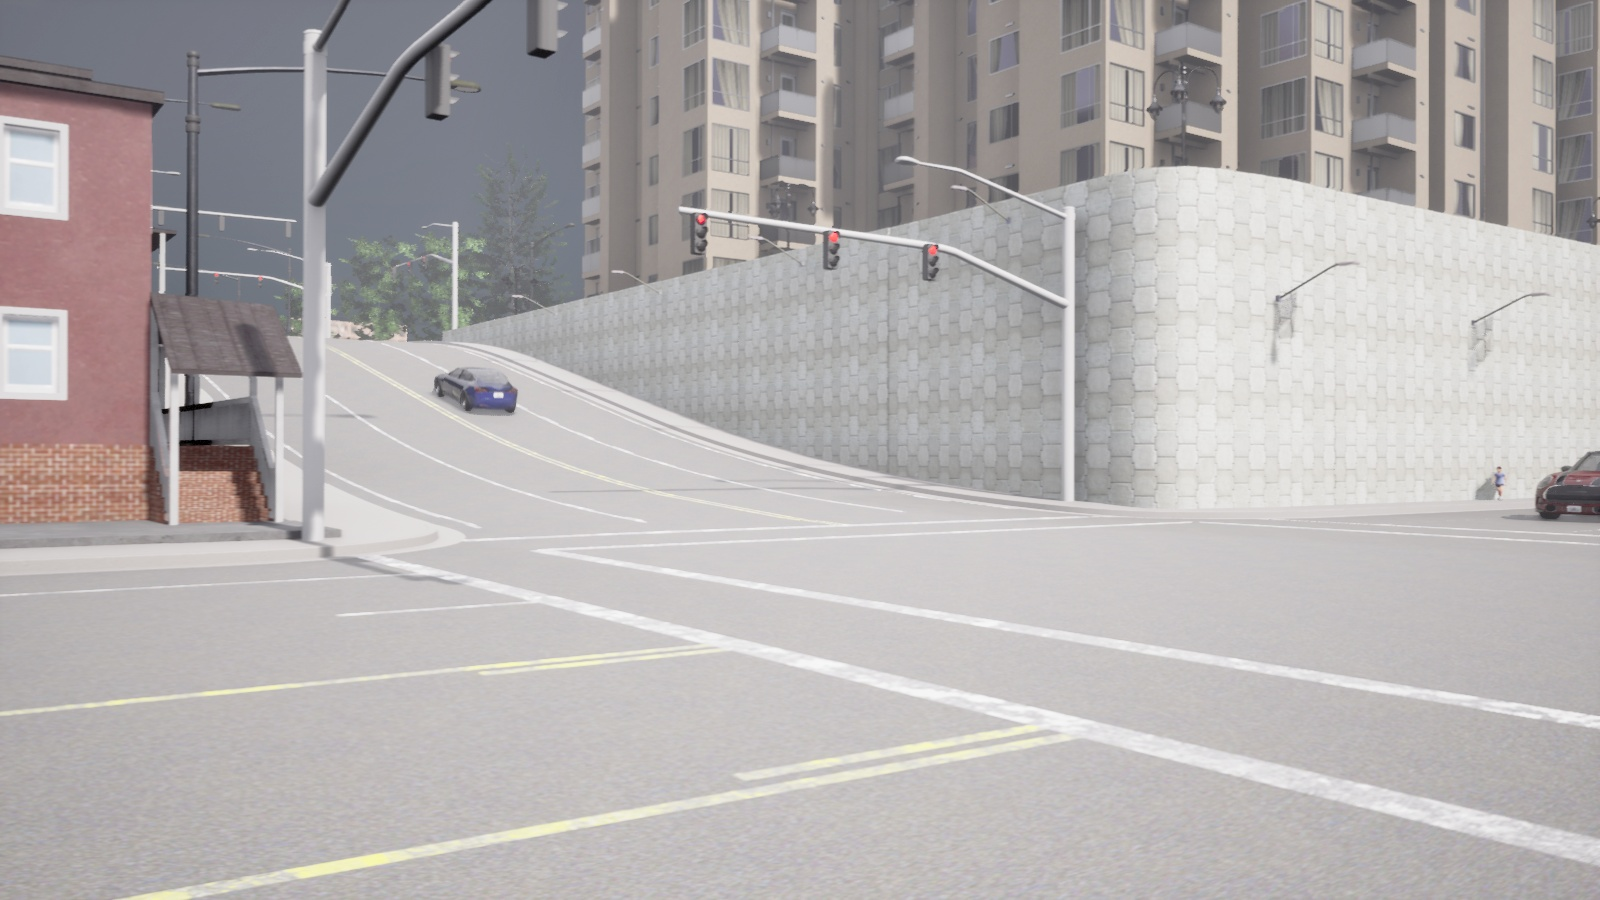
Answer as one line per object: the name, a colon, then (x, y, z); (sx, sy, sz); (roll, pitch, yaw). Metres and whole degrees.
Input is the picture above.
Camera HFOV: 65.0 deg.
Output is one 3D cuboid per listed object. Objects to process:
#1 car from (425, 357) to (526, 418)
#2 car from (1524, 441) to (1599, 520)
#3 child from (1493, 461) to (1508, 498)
car: (-12.480, -2.430, 48.066); (2.163, 1.488, 4.792); (0, 12, -35)
car: (19.396, 0.686, 29.771); (4.553, 1.767, 2.097); (0, 0, -35)
child: (21.222, 0.889, 38.046); (0.394, 1.110, 0.255); (0, 0, -36)
